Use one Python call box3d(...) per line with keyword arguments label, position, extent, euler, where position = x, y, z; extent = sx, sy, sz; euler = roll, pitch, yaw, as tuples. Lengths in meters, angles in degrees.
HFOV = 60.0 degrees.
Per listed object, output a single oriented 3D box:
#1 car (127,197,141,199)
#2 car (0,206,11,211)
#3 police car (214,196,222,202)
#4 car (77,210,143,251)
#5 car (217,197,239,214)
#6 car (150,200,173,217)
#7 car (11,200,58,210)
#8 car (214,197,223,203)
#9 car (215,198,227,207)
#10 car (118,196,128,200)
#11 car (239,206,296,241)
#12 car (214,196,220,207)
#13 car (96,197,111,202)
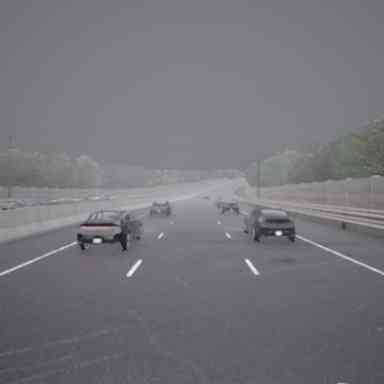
box3d(label="car", position=(-11.817, 1.888, 71.067), extent=(1.895, 1.301, 4.718), euler=(0, 0, 3))
box3d(label="car", position=(-17.089, 1.634, 33.328), extent=(1.895, 1.301, 4.718), euler=(0, 0, 2))
box3d(label="police car", position=(7.083, 1.822, 90.619), extent=(1.930, 1.638, 5.238), euler=(0, 0, 4))
box3d(label="car", position=(-3.291, 1.495, 14.078), extent=(2.128, 1.511, 4.902), euler=(0, 0, 1))
box3d(label="car", position=(4.087, 1.584, 36.127), extent=(1.837, 1.490, 4.892), euler=(0, 0, 2))
box3d(label="car", position=(-2.916, 1.542, 32.333), extent=(2.128, 1.511, 4.902), euler=(0, 0, 2))
box3d(label="car", position=(-13.679, 1.517, 29.961), extent=(2.128, 1.511, 4.902), euler=(0, 0, 2))
box3d(label="car", position=(6.274, 1.872, 79.648), extent=(2.128, 1.511, 4.902), euler=(0, 0, 4))
box3d(label="car", position=(4.979, 1.749, 57.902), extent=(1.837, 1.490, 4.892), euler=(0, -1, 3))
box3d(label="car", position=(-15.122, 1.763, 74.299), extent=(1.837, 1.490, 4.892), euler=(0, 0, 3))
box3d(label="car", position=(3.744, 1.517, 16.648), extent=(1.837, 1.490, 4.892), euler=(0, 0, 1))
box3d(label="car", position=(4.483, 1.629, 47.016), extent=(1.882, 1.535, 5.008), euler=(0, 0, 2))
box3d(label="car", position=(-18.826, 1.812, 71.130), extent=(2.033, 1.411, 5.357), euler=(0, 0, 3))
